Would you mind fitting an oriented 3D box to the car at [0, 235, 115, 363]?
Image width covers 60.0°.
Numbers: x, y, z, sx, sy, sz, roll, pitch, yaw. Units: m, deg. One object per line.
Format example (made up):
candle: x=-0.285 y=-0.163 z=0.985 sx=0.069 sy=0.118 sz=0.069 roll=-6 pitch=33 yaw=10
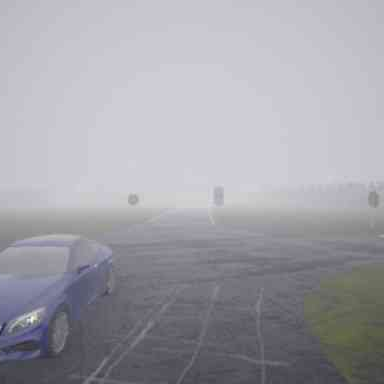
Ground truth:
car: x=-2.724 y=1.593 z=6.199 sx=1.812 sy=1.442 sz=4.674 roll=0 pitch=-1 yaw=0
